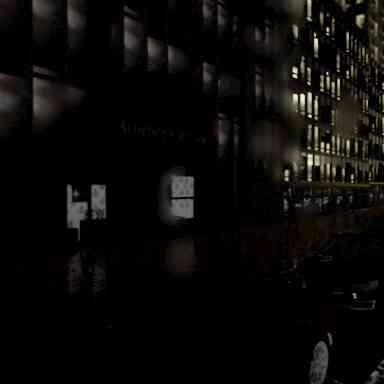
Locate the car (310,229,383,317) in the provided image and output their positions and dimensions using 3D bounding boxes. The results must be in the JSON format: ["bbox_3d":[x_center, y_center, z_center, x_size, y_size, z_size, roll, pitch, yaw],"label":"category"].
[{"bbox_3d":[3.846,1.549,7.433,2.008,1.369,4.403,-1,-1,44],"label":"car"}]

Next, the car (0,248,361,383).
[{"bbox_3d":[-0.095,1.544,3.338,1.887,1.381,4.507,-1,-1,44],"label":"car"}]
